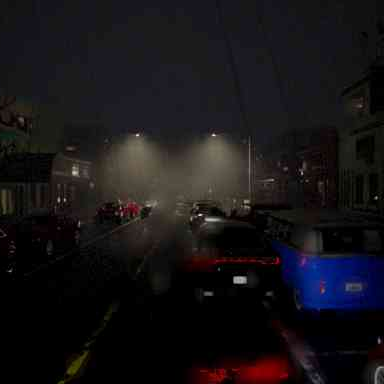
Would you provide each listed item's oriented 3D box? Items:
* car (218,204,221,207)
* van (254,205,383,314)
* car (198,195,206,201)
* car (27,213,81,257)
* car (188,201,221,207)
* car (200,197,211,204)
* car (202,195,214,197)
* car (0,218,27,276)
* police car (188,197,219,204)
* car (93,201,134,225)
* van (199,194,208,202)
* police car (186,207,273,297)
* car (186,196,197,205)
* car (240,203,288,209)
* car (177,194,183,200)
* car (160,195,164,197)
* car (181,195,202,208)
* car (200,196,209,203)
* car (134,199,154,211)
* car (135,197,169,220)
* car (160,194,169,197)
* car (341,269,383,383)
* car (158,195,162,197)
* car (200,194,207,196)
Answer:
[{"bbox_3d":[2.650,1.576,18.445,1.802,1.307,4.206,-1,0,0],"label":"car"},{"bbox_3d":[2.671,1.339,7.349,1.690,1.788,3.998,-1,0,0],"label":"van"},{"bbox_3d":[2.512,1.495,85.196,1.752,1.417,4.829,-1,0,0],"label":"car"},{"bbox_3d":[-5.719,1.541,12.878,1.887,1.381,4.507,-1,0,0],"label":"car"},{"bbox_3d":[0.862,1.500,18.623,1.837,1.490,4.892,0,0,0],"label":"car"},{"bbox_3d":[2.559,1.561,62.832,1.802,1.307,4.206,-1,0,0],"label":"car"},{"bbox_3d":[2.593,1.510,46.356,1.752,1.417,4.829,-1,0,0],"label":"car"},{"bbox_3d":[-5.709,1.438,7.329,1.967,1.590,4.097,-1,0,0],"label":"car"},{"bbox_3d":[0.849,1.418,24.734,1.930,1.638,5.238,0,0,0],"label":"police car"},{"bbox_3d":[-5.743,1.433,23.974,1.967,1.590,4.097,-1,0,0],"label":"car"},{"bbox_3d":[2.534,1.315,73.929,1.690,1.788,3.998,-1,0,0],"label":"van"},{"bbox_3d":[0.883,1.423,8.733,1.930,1.638,5.238,0,0,0],"label":"police car"},{"bbox_3d":[-0.124,1.458,60.240,1.882,1.535,5.008,0,0,0],"label":"car"},{"bbox_3d":[2.660,1.311,12.897,2.192,1.841,5.009,-1,0,0],"label":"car"},{"bbox_3d":[-3.191,1.318,93.114,2.097,1.767,4.553,0,0,0],"label":"car"},{"bbox_3d":[-5.799,1.565,51.716,1.802,1.307,4.206,-1,0,0],"label":"car"},{"bbox_3d":[-0.068,1.477,46.121,2.128,1.511,4.902,0,0,0],"label":"car"},{"bbox_3d":[2.547,1.502,68.550,1.752,1.417,4.829,-1,0,0],"label":"car"},{"bbox_3d":[-5.776,1.569,40.619,1.802,1.307,4.206,-1,0,0],"label":"car"},{"bbox_3d":[-3.153,1.483,28.085,2.128,1.511,4.902,0,0,0],"label":"car"},{"bbox_3d":[-5.835,1.292,68.361,2.192,1.841,5.009,-1,0,0],"label":"car"},{"bbox_3d":[2.685,1.581,1.801,1.802,1.307,4.206,-1,0,0],"label":"car"},{"bbox_3d":[-5.788,1.536,46.167,2.008,1.369,4.403,-1,0,0],"label":"car"},{"bbox_3d":[2.579,1.298,51.736,2.192,1.841,5.009,-1,0,0],"label":"car"}]
